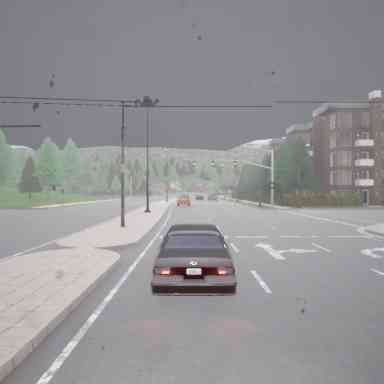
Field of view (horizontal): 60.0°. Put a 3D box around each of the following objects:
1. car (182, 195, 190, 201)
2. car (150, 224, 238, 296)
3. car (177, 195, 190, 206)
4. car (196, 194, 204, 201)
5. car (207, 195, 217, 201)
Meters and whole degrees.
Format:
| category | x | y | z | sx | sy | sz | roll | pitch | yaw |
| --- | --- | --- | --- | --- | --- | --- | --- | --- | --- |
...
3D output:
| category | x | y | z | sx | sy | sz | roll | pitch | yaw |
| --- | --- | --- | --- | --- | --- | --- | --- | --- | --- |
| car | -1.517 | 1.523 | 85.368 | 1.812 | 1.442 | 4.674 | 0 | 0 | 0 |
| car | 0.043 | 1.547 | 8.798 | 2.033 | 1.411 | 5.357 | 0 | 0 | 0 |
| car | -1.354 | 1.352 | 54.543 | 2.097 | 1.767 | 4.553 | 0 | 0 | -1 |
| car | 1.983 | 1.477 | 85.406 | 1.882 | 1.535 | 5.008 | 0 | 0 | 0 |
| car | 5.483 | 1.539 | 85.414 | 2.033 | 1.411 | 5.357 | 0 | 0 | 0 |
